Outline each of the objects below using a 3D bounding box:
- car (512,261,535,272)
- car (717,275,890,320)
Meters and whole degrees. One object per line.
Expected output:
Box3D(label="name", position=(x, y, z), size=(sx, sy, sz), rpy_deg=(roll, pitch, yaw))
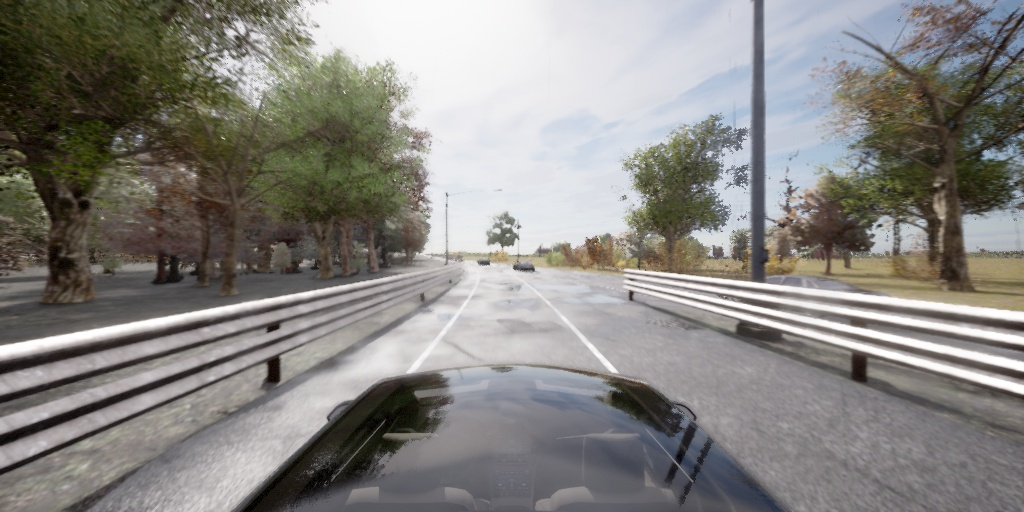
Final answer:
Box3D(label="car", position=(1.443, 1.284, 46.132), size=(1.994, 1.385, 4.181), rpy_deg=(0, 0, -15))
Box3D(label="car", position=(10.425, 1.403, 13.353), size=(2.033, 1.411, 5.357), rpy_deg=(0, 0, -15))
